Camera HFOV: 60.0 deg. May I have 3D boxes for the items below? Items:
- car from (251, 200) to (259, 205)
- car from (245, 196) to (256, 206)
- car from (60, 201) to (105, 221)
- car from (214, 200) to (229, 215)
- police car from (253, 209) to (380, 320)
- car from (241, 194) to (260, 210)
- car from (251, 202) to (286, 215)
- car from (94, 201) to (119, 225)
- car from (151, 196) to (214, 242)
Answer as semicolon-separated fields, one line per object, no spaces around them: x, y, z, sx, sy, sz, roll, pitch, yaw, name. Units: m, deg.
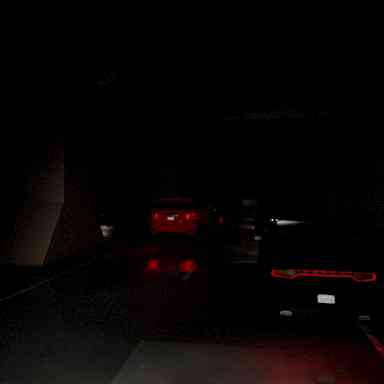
5.229;1.524;23.262;1.812;1.442;4.674;0;0;10;car
9.992;1.520;57.207;1.812;1.442;4.674;0;0;10;car
-9.241;1.559;28.465;1.994;1.385;4.181;0;0;10;car
2.657;1.522;34.372;1.812;1.442;4.674;0;0;10;car
2.489;1.425;7.611;1.930;1.638;5.238;0;0;10;police car
7.634;1.217;43.587;2.150;2.045;5.566;0;0;11;car
4.194;1.504;17.352;1.837;1.490;4.892;0;0;10;car
-6.391;1.473;24.449;1.882;1.535;5.008;0;0;10;car
-0.422;1.219;16.757;2.150;2.045;5.566;0;0;10;car
